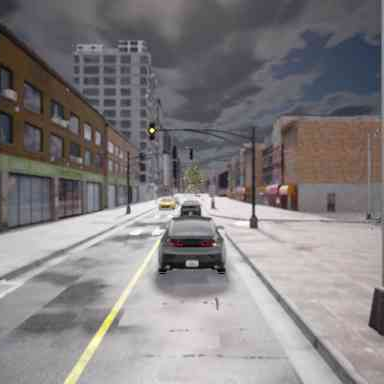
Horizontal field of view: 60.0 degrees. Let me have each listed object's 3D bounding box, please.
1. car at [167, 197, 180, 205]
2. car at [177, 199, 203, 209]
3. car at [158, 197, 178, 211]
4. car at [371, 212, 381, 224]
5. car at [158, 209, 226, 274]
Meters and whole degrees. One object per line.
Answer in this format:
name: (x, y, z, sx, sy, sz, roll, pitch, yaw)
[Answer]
car: (-3.166, 1.571, 57.359, 1.895, 1.301, 4.718, 0, 0, 0)
car: (-0.106, 1.499, 30.240, 1.837, 1.490, 4.892, 0, 0, 0)
car: (-3.118, 1.464, 41.714, 1.882, 1.535, 5.008, 0, 0, 0)
car: (16.188, 1.801, 25.860, 4.097, 1.590, 1.967, 1, -1, 0)
car: (-0.002, 1.501, 10.551, 1.837, 1.490, 4.892, 0, 0, 0)
